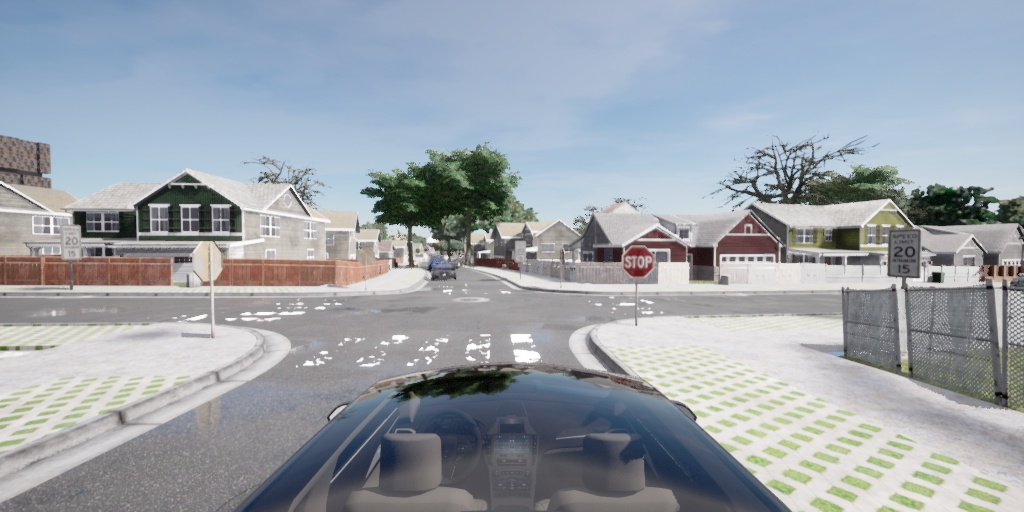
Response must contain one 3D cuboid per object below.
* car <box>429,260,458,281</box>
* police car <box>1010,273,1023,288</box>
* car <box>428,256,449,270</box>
[{"bbox_3d":[-5.713,1.311,30.219,1.994,1.385,4.181,0,0,-11],"label":"car"},{"bbox_3d":[35.250,1.652,23.490,4.974,1.542,2.038,1,1,-16],"label":"police car"},{"bbox_3d":[-10.211,0.962,48.742,2.150,2.045,5.566,0,0,-17],"label":"car"}]
